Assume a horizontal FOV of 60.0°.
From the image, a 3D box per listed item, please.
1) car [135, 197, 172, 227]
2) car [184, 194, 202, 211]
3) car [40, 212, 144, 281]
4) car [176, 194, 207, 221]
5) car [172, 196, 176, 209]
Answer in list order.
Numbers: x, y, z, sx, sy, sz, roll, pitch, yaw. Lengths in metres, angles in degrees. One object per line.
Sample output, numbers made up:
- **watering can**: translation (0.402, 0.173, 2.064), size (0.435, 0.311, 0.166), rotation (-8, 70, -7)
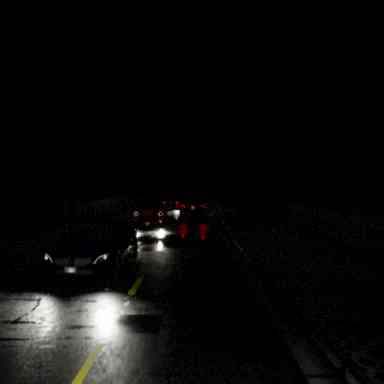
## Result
- **car**: translation (-2.770, 1.408, 23.047), size (2.097, 1.767, 4.553), rotation (0, 0, 0)
- **car**: translation (0.146, 1.257, 43.181), size (2.150, 2.045, 5.566), rotation (0, 0, 1)
- **car**: translation (-2.822, 1.557, 10.101), size (1.812, 1.442, 4.674), rotation (0, 0, 0)
- **car**: translation (0.071, 1.278, 28.313), size (2.150, 2.045, 5.566), rotation (0, 0, 0)
- **car**: translation (-2.655, 1.387, 43.569), size (2.097, 1.767, 4.553), rotation (0, 0, 0)
